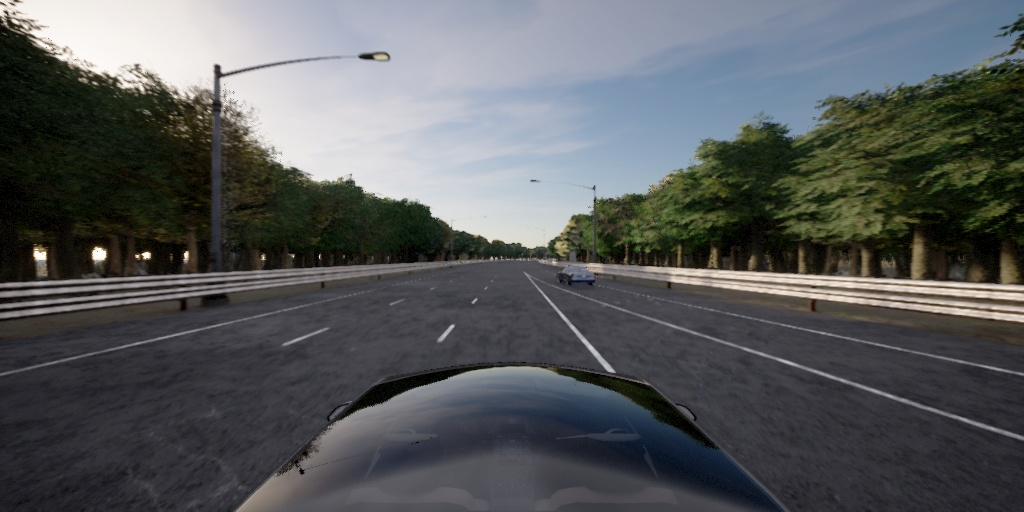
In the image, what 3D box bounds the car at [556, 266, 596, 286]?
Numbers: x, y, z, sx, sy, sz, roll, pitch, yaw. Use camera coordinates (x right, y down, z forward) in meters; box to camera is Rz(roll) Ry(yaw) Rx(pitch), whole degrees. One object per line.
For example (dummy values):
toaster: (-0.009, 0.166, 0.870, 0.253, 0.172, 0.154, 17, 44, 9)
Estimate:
car: (4.727, 1.479, 27.085, 2.033, 1.411, 5.357, 0, 0, -5)
